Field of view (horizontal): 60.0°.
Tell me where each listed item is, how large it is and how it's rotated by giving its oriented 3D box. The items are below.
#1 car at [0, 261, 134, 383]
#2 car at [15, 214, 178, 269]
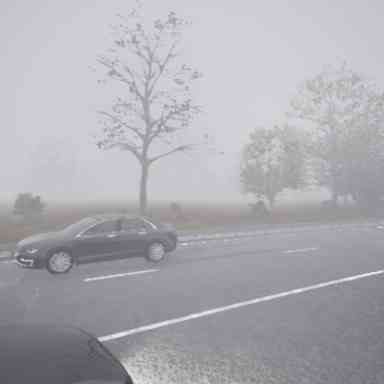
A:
[{"bbox_3d":[-2.352,1.553,1.955,4.181,1.385,1.994,0,0,-36],"label":"car"},{"bbox_3d":[-2.768,1.476,10.421,4.892,1.490,1.837,0,0,-33],"label":"car"}]
